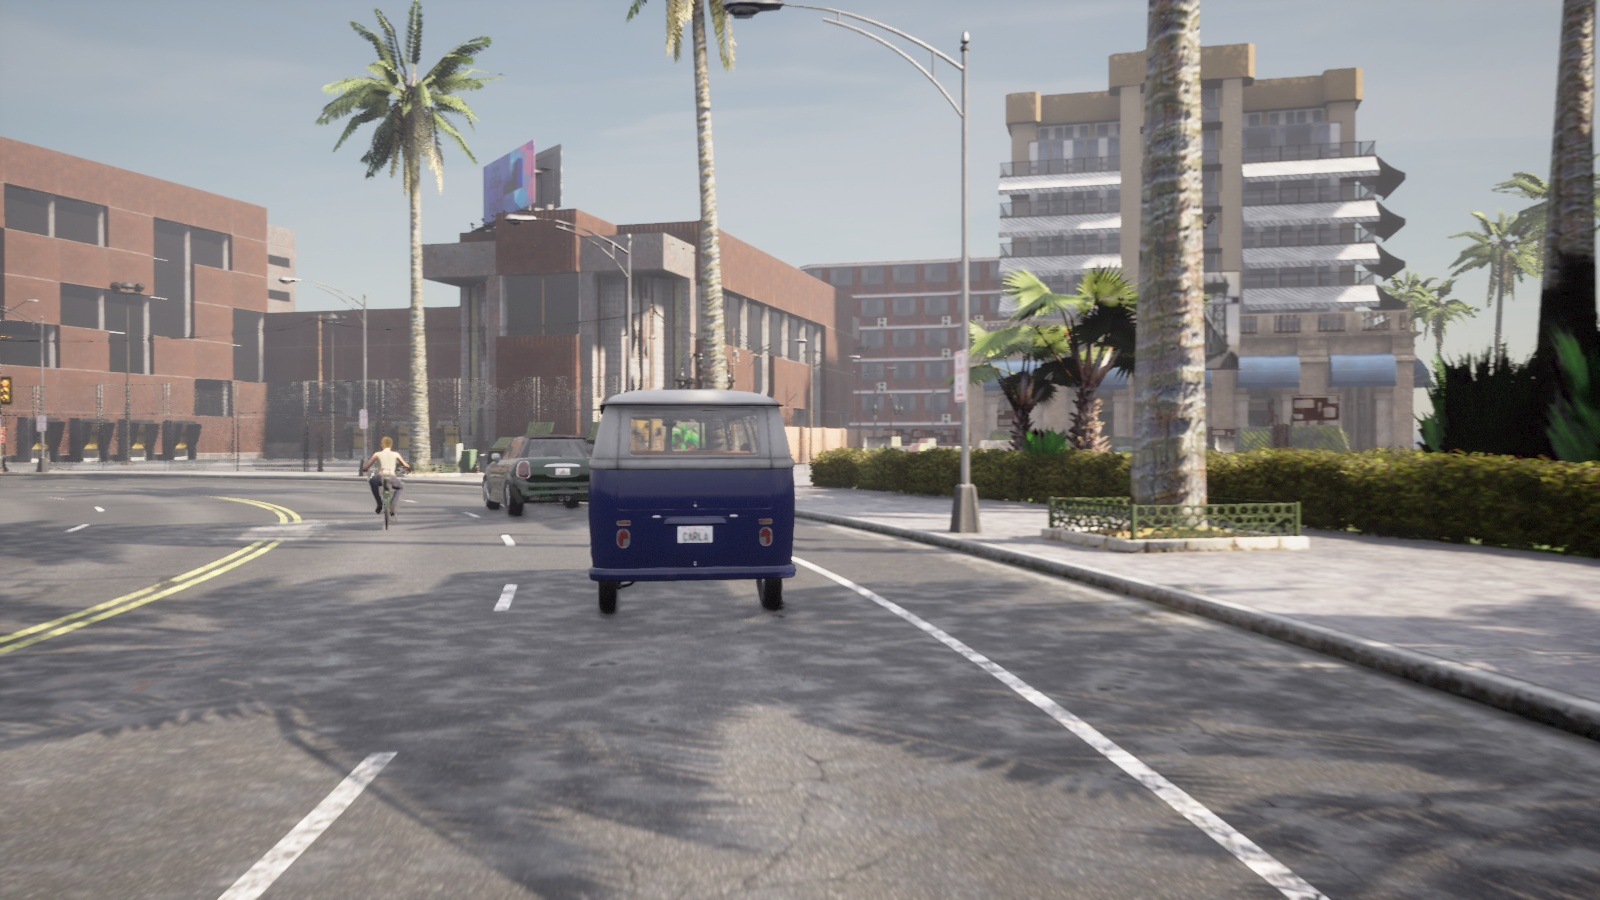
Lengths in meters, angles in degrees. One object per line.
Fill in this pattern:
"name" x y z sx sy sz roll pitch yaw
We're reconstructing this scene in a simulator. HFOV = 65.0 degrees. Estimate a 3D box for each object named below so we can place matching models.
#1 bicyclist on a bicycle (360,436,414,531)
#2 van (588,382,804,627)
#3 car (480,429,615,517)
"bicyclist on a bicycle" -7.289 0.558 22.192 0.866 1.612 1.509 0 0 -18
"van" -1.197 0.429 12.535 1.775 1.987 4.442 0 0 -9
"car" -5.649 0.449 27.664 2.097 1.767 4.553 0 0 -22
